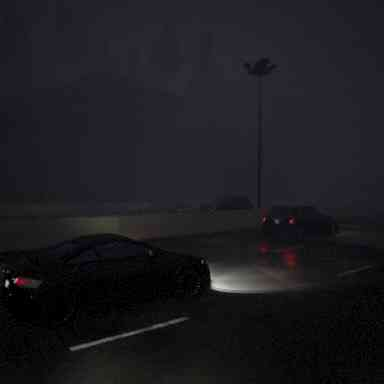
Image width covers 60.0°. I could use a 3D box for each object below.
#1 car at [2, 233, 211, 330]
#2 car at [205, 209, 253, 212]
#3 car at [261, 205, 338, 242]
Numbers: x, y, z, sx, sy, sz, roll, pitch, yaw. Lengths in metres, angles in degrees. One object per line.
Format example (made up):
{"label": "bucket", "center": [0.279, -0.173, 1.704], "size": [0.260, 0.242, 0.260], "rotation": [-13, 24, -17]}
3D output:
{"label": "car", "center": [-1.623, 1.593, 7.047], "size": [4.181, 1.385, 1.994], "rotation": [0, 0, -36]}
{"label": "car", "center": [3.026, 1.382, 28.975], "size": [5.566, 2.045, 2.150], "rotation": [1, -1, -42]}
{"label": "car", "center": [5.691, 1.471, 17.335], "size": [4.553, 1.767, 2.097], "rotation": [1, 0, -40]}
